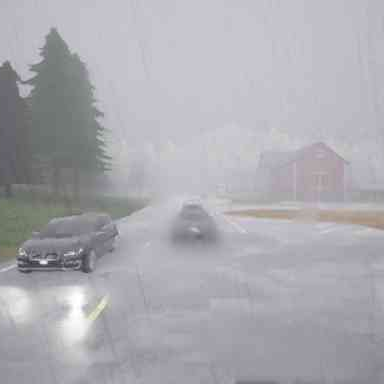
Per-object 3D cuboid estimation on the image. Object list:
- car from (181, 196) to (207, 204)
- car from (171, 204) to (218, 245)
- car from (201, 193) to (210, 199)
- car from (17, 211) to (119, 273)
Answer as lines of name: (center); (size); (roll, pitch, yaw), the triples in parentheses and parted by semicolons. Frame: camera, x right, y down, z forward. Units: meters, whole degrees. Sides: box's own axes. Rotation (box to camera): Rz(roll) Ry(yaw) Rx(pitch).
car: (0.089, 1.325, 27.983); (1.812, 1.442, 4.674); (0, 0, 0)
car: (0.098, 1.456, 15.045); (1.994, 1.385, 4.181); (0, 1, 0)
car: (2.959, 0.913, 75.648); (1.816, 1.474, 4.193); (-6, 1, -2)
car: (-3.595, 1.428, 10.494); (1.837, 1.490, 4.892); (0, 1, 0)
